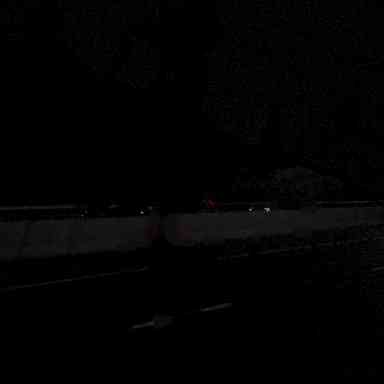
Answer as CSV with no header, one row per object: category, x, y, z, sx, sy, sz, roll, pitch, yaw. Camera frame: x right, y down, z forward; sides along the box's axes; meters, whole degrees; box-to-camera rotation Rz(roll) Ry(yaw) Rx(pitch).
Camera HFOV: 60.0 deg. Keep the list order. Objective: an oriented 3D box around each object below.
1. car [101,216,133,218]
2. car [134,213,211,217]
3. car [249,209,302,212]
car,-5.652,1.339,25.408,5.357,1.411,2.033,0,0,-32
car,-1.042,1.048,24.156,5.566,2.045,2.150,0,1,-31
car,6.348,1.227,24.427,4.553,1.767,2.097,0,0,-29
